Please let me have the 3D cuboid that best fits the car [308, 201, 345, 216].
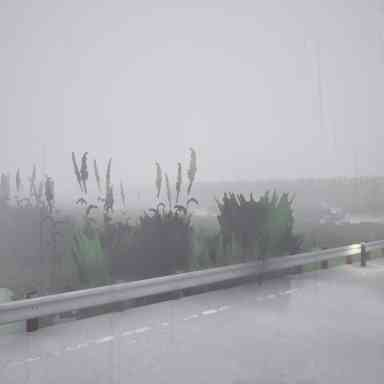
[{"bbox_3d":[10.859,1.572,29.002,2.097,1.767,4.553,-1,1,-43],"label":"car"}]
